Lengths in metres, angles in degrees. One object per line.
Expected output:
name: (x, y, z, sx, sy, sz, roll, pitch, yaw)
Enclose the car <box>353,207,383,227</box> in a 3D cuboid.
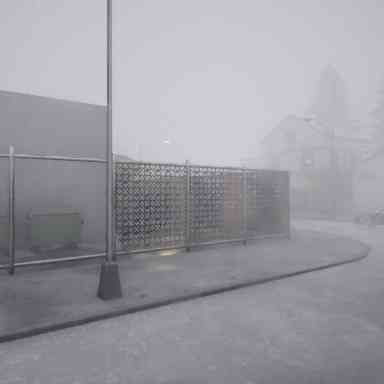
car: (12.602, 1.491, 20.494, 2.128, 1.511, 4.902, -1, 1, -45)
